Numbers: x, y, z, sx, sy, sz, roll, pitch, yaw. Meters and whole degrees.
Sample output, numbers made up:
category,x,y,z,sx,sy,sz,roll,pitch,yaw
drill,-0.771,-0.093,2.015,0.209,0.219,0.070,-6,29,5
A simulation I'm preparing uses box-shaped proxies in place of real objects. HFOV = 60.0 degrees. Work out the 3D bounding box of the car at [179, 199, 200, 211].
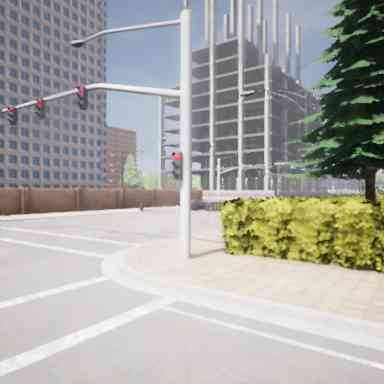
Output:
category,x,y,z,sx,sy,sz,roll,pitch,yaw
car,0.242,1.527,39.611,1.994,1.385,4.181,0,0,36

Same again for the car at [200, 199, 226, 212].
category,x,y,z,sx,sy,sz,roll,pitch,yaw
car,3.185,1.541,37.709,1.994,1.385,4.181,0,0,36
